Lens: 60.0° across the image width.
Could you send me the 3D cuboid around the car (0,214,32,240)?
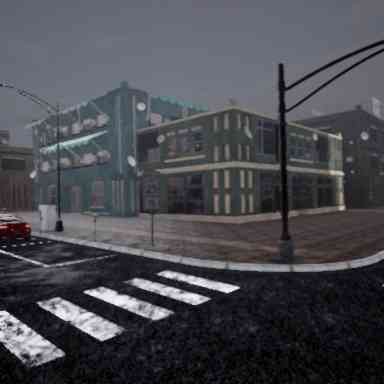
[{"bbox_3d":[-9.492,1.744,16.694,4.206,1.307,1.802,-1,-1,43],"label":"car"}]
